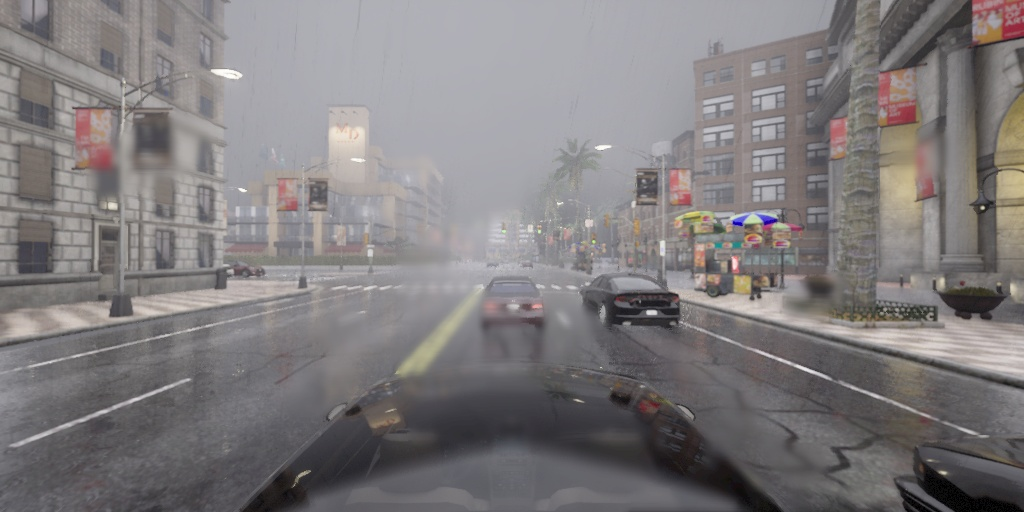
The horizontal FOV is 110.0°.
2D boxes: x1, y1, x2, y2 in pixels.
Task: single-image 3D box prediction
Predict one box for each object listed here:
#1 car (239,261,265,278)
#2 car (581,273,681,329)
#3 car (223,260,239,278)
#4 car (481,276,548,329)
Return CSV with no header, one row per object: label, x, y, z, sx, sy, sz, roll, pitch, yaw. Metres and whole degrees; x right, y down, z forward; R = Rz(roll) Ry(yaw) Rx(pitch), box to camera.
car,-27.503,1.253,36.073,4.553,1.767,2.097,0,0,-1
car,3.498,1.269,11.463,1.882,1.535,5.008,0,0,0
car,-28.608,1.107,32.554,5.566,2.045,2.150,0,0,-1
car,0.005,1.339,11.395,2.033,1.411,5.357,0,0,-1
